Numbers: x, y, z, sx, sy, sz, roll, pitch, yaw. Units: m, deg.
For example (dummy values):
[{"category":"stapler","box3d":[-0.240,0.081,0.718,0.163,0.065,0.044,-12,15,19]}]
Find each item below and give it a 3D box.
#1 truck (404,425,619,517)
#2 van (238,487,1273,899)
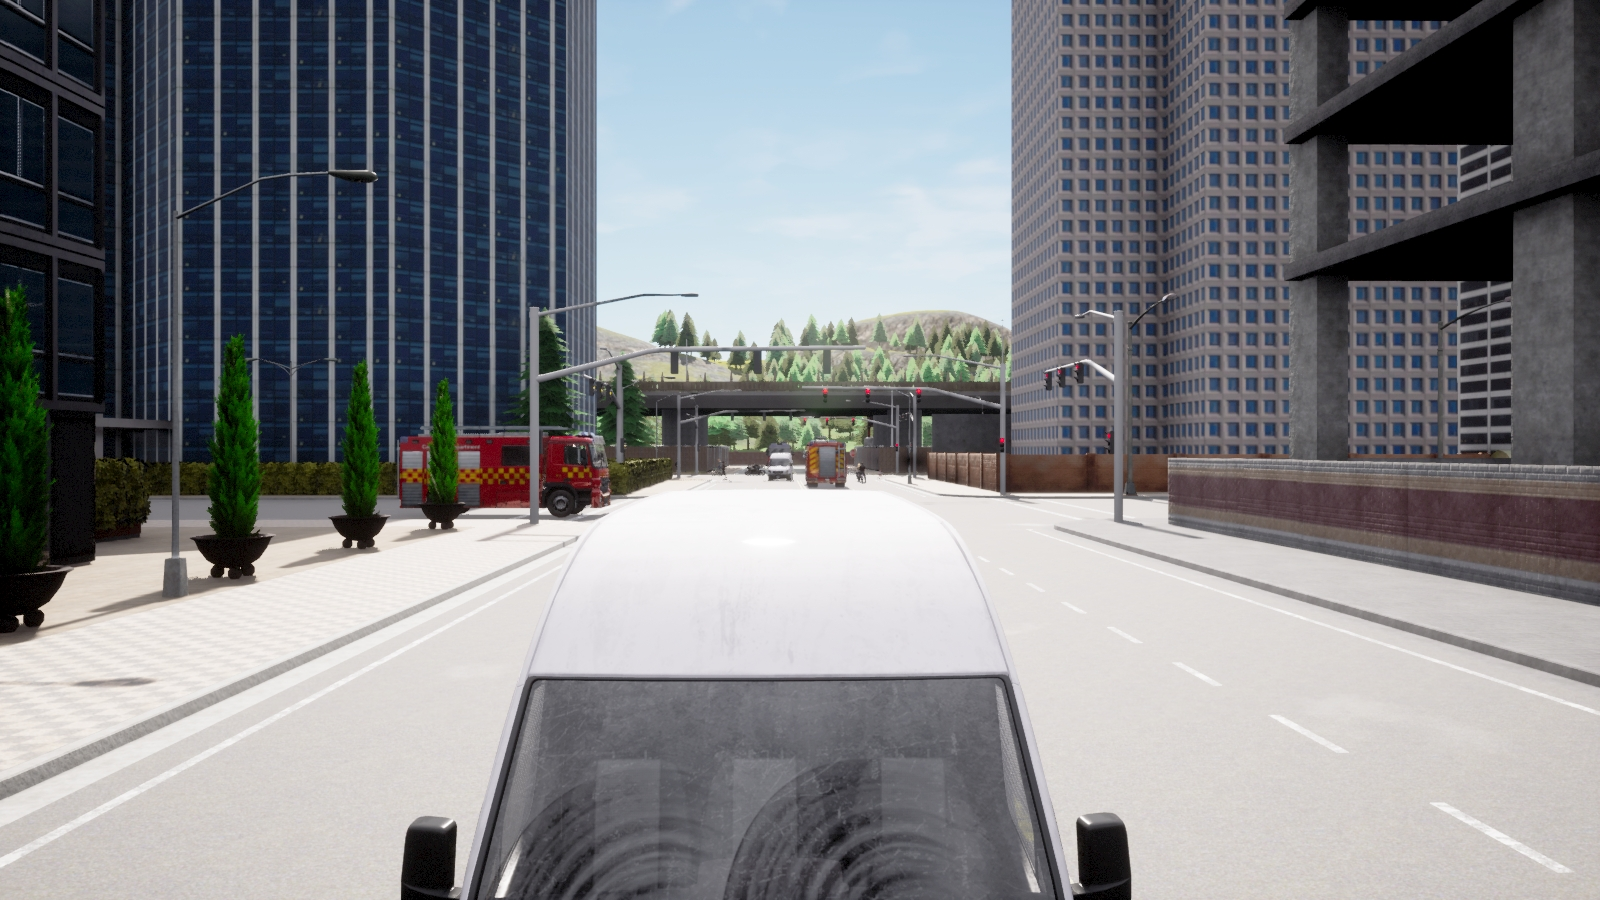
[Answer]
[{"category":"truck","box3d":[-12.239,0.890,48.946,8.468,3.827,2.891,0,0,0]},{"category":"van","box3d":[-0.128,1.535,5.152,1.988,2.561,5.915,0,0,-1]}]
